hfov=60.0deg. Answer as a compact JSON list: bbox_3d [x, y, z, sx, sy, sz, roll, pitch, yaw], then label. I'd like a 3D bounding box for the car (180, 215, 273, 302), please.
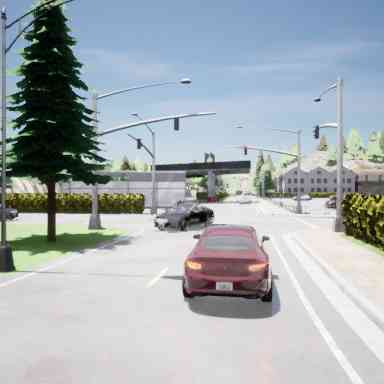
[{"bbox_3d":[0.940,1.525,8.241,1.812,1.442,4.674,0,0,9],"label":"car"}]

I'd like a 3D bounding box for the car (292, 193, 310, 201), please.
[{"bbox_3d":[24.904,1.355,75.861,3.806,1.475,1.970,0,0,9],"label":"car"}]

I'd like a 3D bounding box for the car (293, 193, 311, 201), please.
[{"bbox_3d":[26.034,1.071,79.047,3.866,1.878,1.905,0,0,9],"label":"car"}]

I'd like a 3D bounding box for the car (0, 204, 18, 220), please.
[{"bbox_3d":[-16.208,1.490,26.272,4.902,1.511,2.128,0,0,9],"label":"car"}]

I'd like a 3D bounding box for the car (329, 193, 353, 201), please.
[{"bbox_3d":[33.283,1.092,74.555,4.605,1.855,1.932,0,0,9],"label":"car"}]

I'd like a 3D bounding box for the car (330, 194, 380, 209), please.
[{"bbox_3d":[19.084,1.336,38.922,4.514,1.523,2.007,0,0,9],"label":"car"}]

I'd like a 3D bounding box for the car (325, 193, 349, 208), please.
[{"bbox_3d":[19.529,1.327,42.028,5.027,1.636,2.152,0,0,9],"label":"car"}]

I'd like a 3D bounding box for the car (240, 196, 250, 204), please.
[{"bbox_3d":[9.973,1.521,62.814,1.812,1.442,4.674,0,0,9],"label":"car"}]

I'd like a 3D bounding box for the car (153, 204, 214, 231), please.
[{"bbox_3d":[-0.404,1.489,20.223,2.128,1.511,4.902,-1,0,31],"label":"car"}]
